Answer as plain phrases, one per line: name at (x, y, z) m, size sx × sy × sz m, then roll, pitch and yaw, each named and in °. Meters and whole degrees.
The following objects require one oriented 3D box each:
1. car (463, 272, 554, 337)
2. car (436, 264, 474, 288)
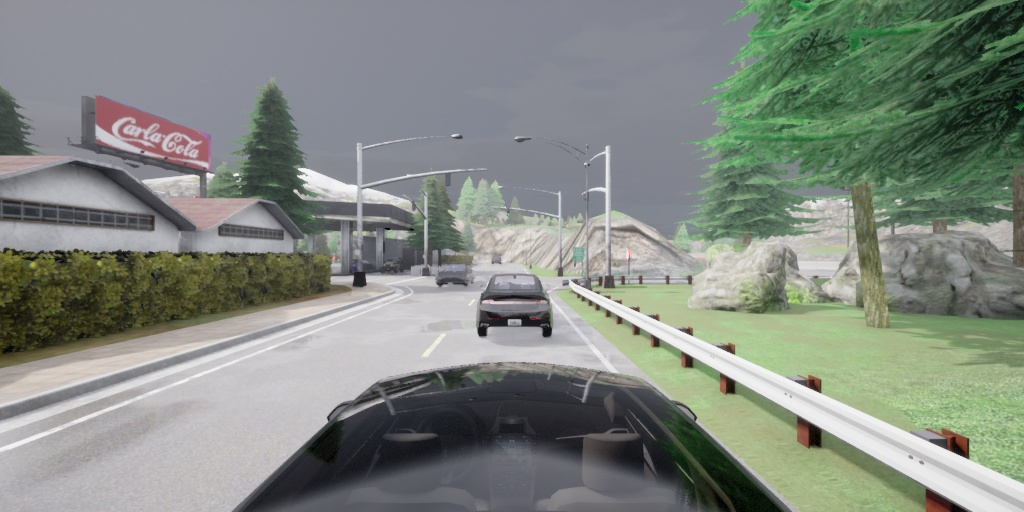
car at (0.081, 1.241, 10.270) m, size 2.128 × 1.511 × 4.902 m, roll 0°, pitch 0°, yaw 1°
car at (-3.472, 1.201, 22.968) m, size 2.033 × 1.411 × 5.357 m, roll 0°, pitch 0°, yaw 0°
